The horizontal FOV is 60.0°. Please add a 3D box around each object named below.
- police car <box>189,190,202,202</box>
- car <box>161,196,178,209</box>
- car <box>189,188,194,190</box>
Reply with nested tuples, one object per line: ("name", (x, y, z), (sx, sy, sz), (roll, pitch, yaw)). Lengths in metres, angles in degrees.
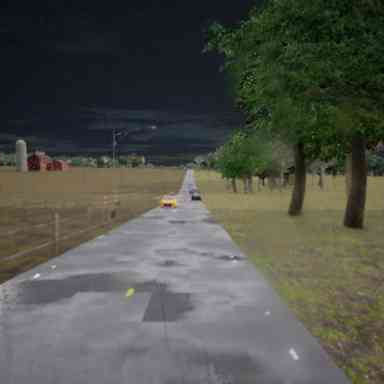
("police car", (0.808, 0.962, 63.090), (1.930, 1.638, 5.238), (0, 1, 0))
("car", (-2.844, 1.264, 41.829), (1.882, 1.535, 5.008), (0, 1, 0))
("car", (0.804, 0.367, 78.995), (2.150, 2.045, 5.566), (0, 2, 0))
